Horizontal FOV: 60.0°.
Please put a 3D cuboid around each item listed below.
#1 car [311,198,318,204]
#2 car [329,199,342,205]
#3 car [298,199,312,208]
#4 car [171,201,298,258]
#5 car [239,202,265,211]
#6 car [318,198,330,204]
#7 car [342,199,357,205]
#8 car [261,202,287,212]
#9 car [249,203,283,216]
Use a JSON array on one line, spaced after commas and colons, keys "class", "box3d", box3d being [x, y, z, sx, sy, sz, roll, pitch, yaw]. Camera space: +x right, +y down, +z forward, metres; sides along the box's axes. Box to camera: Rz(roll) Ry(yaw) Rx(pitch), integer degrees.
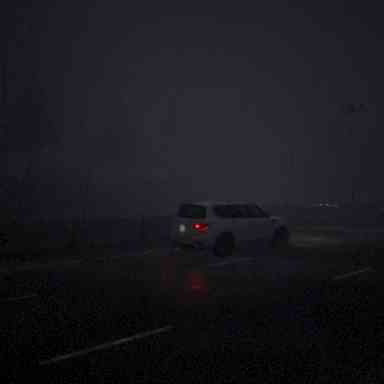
[{"class": "car", "box3d": [31.386, 2.276, 85.760, 1.994, 1.385, 4.181, -1, -1, 31]}, {"class": "car", "box3d": [32.450, 2.195, 73.842, 1.994, 1.385, 4.181, -1, -1, 31]}, {"class": "car", "box3d": [11.323, 1.885, 37.464, 1.837, 1.490, 4.892, -1, -1, 43]}, {"class": "car", "box3d": [1.734, 1.384, 13.730, 5.566, 2.045, 2.150, 0, -1, -39]}, {"class": "car", "box3d": [9.233, 2.169, 51.091, 1.895, 1.301, 4.718, -1, -1, 39]}, {"class": "car", "box3d": [32.722, 2.192, 81.165, 1.882, 1.535, 5.008, -1, -1, 31]}, {"class": "car", "box3d": [30.327, 2.017, 63.394, 1.882, 1.535, 5.008, -1, -1, 31]}, {"class": "car", "box3d": [12.244, 2.120, 49.247, 1.895, 1.301, 4.718, -1, -1, 39]}, {"class": "car", "box3d": [8.917, 2.032, 40.000, 1.895, 1.301, 4.718, -1, -1, 43]}]
